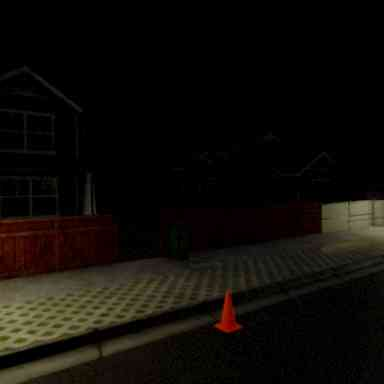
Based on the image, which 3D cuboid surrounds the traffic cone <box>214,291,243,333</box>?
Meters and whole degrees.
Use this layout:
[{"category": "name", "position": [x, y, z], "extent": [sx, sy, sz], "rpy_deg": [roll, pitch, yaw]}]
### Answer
[{"category": "traffic cone", "position": [0.592, 1.902, 5.410], "extent": [0.340, 0.580, 0.340], "rpy_deg": [-1, 1, -35]}]
